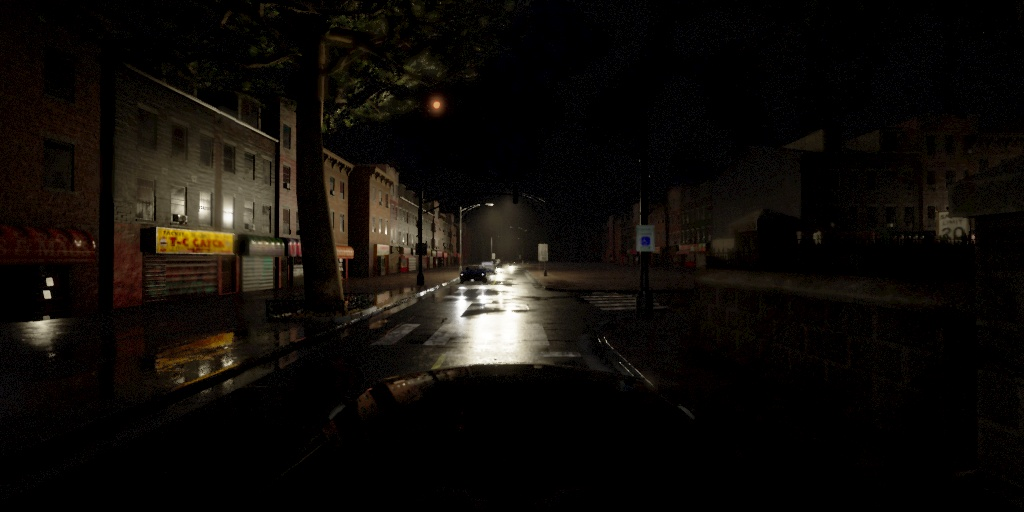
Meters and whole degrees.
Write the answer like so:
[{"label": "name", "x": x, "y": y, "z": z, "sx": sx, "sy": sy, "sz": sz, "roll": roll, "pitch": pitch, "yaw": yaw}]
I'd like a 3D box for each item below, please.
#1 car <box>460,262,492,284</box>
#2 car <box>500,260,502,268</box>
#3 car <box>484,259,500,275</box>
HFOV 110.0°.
[{"label": "car", "x": -2.773, "y": 1.361, "z": 26.881, "sx": 1.895, "sy": 1.301, "sz": 4.718, "roll": 0, "pitch": 0, "yaw": -1}, {"label": "car", "x": -2.647, "y": 1.338, "z": 62.023, "sx": 2.128, "sy": 1.511, "sz": 4.902, "roll": 0, "pitch": 0, "yaw": 0}, {"label": "car", "x": -2.779, "y": 1.321, "z": 40.530, "sx": 2.033, "sy": 1.411, "sz": 5.357, "roll": 0, "pitch": 0, "yaw": 0}]
